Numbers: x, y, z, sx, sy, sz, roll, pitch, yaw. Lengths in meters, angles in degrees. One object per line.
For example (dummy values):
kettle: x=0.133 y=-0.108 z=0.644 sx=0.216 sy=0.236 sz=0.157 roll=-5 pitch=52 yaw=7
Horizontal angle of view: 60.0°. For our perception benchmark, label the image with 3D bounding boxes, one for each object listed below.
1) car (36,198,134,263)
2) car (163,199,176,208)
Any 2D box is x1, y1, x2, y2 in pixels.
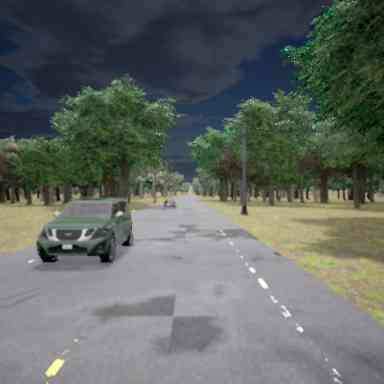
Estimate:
car: x=-3.603 y=1.244 z=12.361 sx=2.150 sy=2.045 sz=5.566 roll=0 pitch=0 yaw=0
car: x=-3.579 y=1.808 z=53.263 sx=2.128 sy=1.511 sz=4.902 roll=0 pitch=0 yaw=0
